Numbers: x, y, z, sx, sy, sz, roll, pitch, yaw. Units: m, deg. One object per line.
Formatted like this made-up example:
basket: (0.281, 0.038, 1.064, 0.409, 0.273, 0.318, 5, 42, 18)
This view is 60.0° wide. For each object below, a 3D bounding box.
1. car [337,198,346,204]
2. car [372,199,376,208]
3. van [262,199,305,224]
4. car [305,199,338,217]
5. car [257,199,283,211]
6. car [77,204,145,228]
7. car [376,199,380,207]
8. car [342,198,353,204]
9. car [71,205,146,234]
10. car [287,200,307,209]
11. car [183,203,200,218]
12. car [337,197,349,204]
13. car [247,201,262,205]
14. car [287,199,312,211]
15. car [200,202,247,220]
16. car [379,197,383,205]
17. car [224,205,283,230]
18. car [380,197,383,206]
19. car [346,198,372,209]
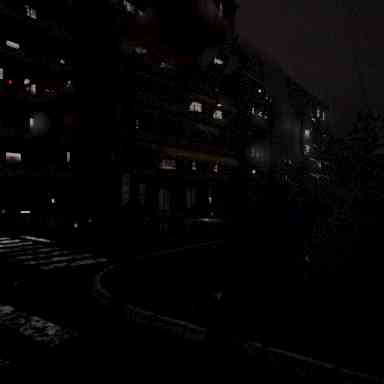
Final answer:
car: (33.764, 2.175, 77.112, 1.947, 1.339, 4.313, 1, 0, 36)
car: (30.650, 2.201, 58.772, 1.802, 1.307, 4.206, 1, 0, 36)
van: (7.665, 1.647, 27.599, 1.690, 1.788, 3.998, 1, 0, 36)
car: (14.232, 1.837, 36.506, 1.967, 1.590, 4.097, 1, 0, 36)
car: (10.777, 1.742, 45.939, 1.967, 1.590, 4.097, 1, 0, 36)
car: (-5.645, 1.625, 23.672, 2.008, 1.369, 4.403, 1, 0, 36)
car: (33.936, 2.103, 63.226, 1.967, 1.590, 4.097, 1, 0, 36)
car: (40.232, 2.219, 85.882, 1.752, 1.417, 4.829, 1, 0, 36)
car: (-4.938, 1.588, 20.225, 2.128, 1.511, 4.902, 1, 0, 36)
car: (17.343, 1.973, 54.846, 1.802, 1.307, 4.206, 1, 0, 36)
car: (0.924, 1.710, 32.579, 1.887, 1.381, 4.507, 1, 0, 36)
car: (37.049, 2.092, 81.566, 1.967, 1.590, 4.097, 1, 0, 36)
car: (7.491, 1.838, 41.486, 1.802, 1.307, 4.206, 1, 0, 36)
car: (15.515, 1.860, 47.846, 1.882, 1.535, 5.008, 1, 0, 37)
car: (2.961, 1.772, 30.972, 1.994, 1.385, 4.181, 1, 0, 36)
car: (47.075, 2.150, 81.040, 2.192, 1.841, 5.009, 1, 0, 36)
car: (4.378, 1.826, 23.145, 1.947, 1.339, 4.313, 1, 0, 36)
car: (37.219, 2.251, 67.679, 1.887, 1.381, 4.507, 1, 0, 36)
car: (27.370, 1.890, 54.320, 2.192, 1.841, 5.009, 1, 0, 36)
